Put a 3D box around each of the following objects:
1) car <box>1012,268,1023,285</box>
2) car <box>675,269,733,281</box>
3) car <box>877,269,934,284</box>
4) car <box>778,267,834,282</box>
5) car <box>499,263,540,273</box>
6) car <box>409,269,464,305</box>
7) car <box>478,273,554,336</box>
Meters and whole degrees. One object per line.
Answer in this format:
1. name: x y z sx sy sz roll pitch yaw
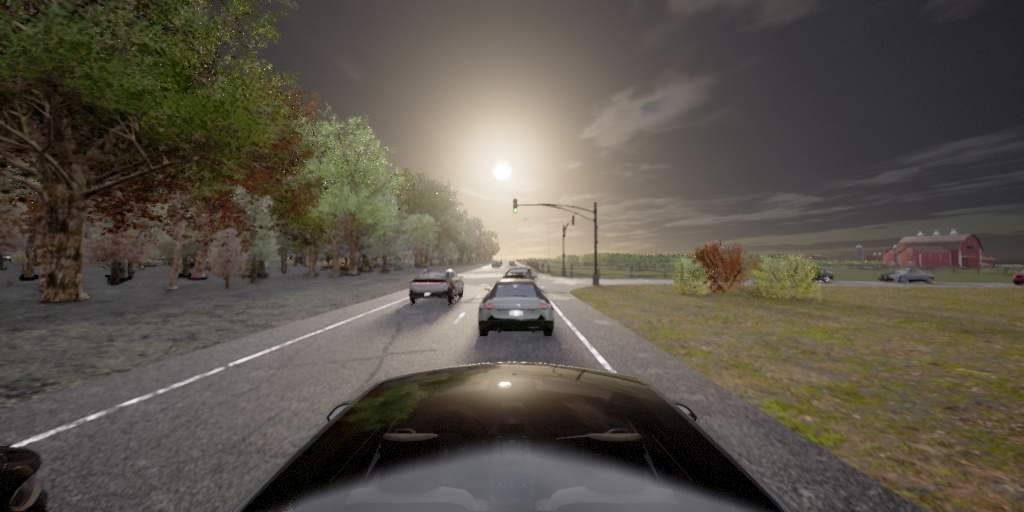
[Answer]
1. car: 48.894 1.846 32.586 4.553 1.767 2.097 1 -1 0
2. car: 19.441 1.806 36.304 5.357 1.411 2.033 1 -1 0
3. car: 39.696 2.042 36.205 4.181 1.385 1.994 1 -1 1
4. car: 29.658 1.875 36.263 4.892 1.490 1.837 1 -1 0
5. car: 0.628 1.403 22.297 1.837 1.490 4.892 -1 0 9
6. car: -3.402 1.350 16.836 2.128 1.511 4.902 0 0 0
7. car: 0.100 1.377 10.693 1.994 1.385 4.181 0 -1 0
